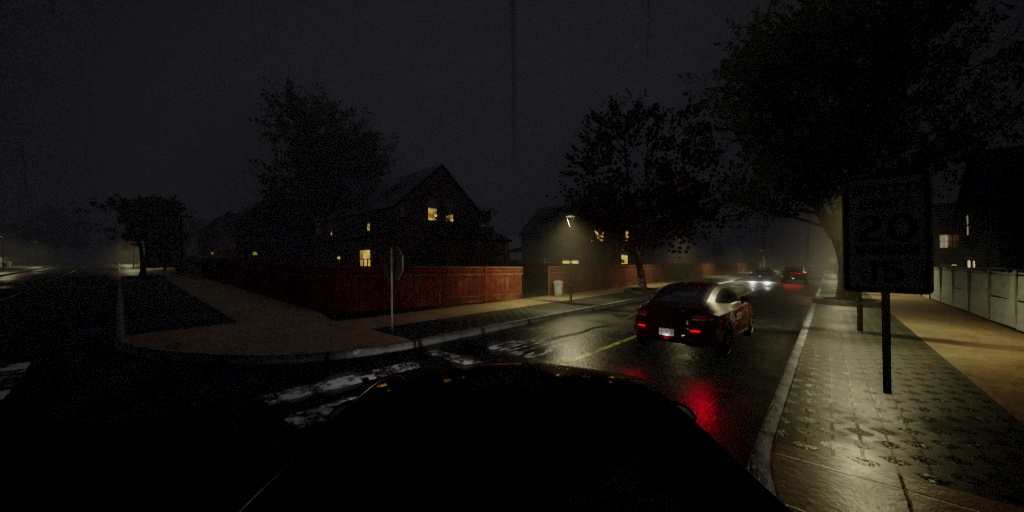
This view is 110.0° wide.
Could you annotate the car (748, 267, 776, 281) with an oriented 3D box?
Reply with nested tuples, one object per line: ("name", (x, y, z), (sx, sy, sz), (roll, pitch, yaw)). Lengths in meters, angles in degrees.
("car", (25.876, 1.853, 37.008), (1.994, 1.385, 4.181), (-1, -1, 42))

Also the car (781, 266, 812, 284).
("car", (26.164, 1.730, 33.093), (1.837, 1.490, 4.892), (-1, -1, 42))

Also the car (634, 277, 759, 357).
("car", (4.587, 1.366, 8.837), (1.812, 1.442, 4.674), (-1, -1, 42))
